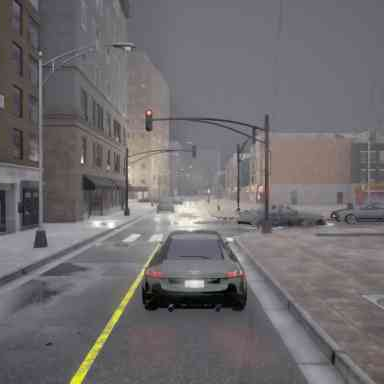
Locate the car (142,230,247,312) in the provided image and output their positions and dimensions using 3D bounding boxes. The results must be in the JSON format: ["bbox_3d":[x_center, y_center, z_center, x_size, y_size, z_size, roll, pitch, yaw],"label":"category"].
[{"bbox_3d":[0.056,1.564,7.781,1.994,1.385,4.181,0,0,0],"label":"car"}]

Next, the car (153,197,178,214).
[{"bbox_3d":[-2.822,1.515,36.321,1.837,1.490,4.892,0,0,0],"label":"car"}]

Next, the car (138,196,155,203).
[{"bbox_3d":[-8.935,1.596,69.961,4.674,1.442,1.812,0,0,9],"label":"car"}]

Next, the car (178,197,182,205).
[{"bbox_3d":[-2.727,1.590,57.797,1.994,1.385,4.181,0,0,1],"label":"car"}]

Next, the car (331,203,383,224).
[{"bbox_3d":[12.069,1.515,23.583,4.181,1.385,1.994,0,0,0],"label":"car"}]

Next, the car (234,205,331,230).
[{"bbox_3d":[5.347,1.533,20.617,5.357,1.411,2.033,0,0,3],"label":"car"}]
